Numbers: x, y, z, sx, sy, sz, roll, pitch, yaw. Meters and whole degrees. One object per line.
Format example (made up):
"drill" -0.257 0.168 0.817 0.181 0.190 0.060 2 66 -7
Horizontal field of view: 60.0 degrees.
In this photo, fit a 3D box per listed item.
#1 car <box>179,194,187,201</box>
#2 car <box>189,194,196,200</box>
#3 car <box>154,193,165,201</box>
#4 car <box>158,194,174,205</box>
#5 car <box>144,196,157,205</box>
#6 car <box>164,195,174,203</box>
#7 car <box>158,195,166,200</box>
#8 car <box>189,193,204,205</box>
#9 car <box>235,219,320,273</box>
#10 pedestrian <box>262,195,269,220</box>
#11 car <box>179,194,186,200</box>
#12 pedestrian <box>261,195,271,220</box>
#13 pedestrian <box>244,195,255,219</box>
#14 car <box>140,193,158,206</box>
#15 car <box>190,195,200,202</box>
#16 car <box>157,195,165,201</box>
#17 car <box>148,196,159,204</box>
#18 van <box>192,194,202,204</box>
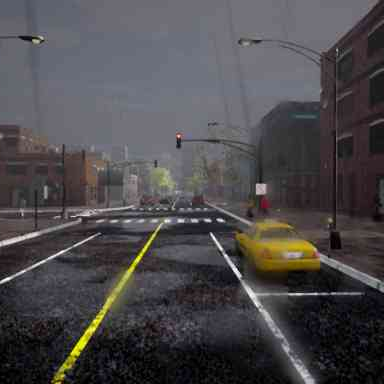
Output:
"car" -2.178 1.481 79.813 2.128 1.511 4.902 0 0 -2
"car" 0.159 1.393 92.701 1.967 1.590 4.097 -1 0 -2
"car" -7.916 1.274 81.388 2.192 1.841 5.009 -1 0 -2
"car" -4.636 1.536 57.215 1.994 1.385 4.181 0 0 -1
"car" -7.308 1.516 59.220 1.887 1.381 4.507 -1 0 -2
"car" -4.974 1.442 72.342 1.882 1.535 5.008 0 0 -2
"car" -8.217 1.497 92.472 1.887 1.381 4.507 -1 0 -2
"car" 1.067 1.286 59.450 2.192 1.841 5.009 -1 0 -2
"car" 2.408 1.521 10.500 1.752 1.417 4.829 -1 0 -2
"pedestrian" 5.427 1.131 24.518 0.375 1.860 0.375 -1 1 -2
"car" -2.461 1.329 90.225 1.882 1.535 5.008 0 0 -2
"pedestrian" 5.225 1.131 23.750 0.375 1.860 0.375 -1 1 -2
"pedestrian" 4.363 1.130 25.067 0.375 1.860 0.375 -1 1 -2
"car" -7.158 1.289 53.678 2.192 1.841 5.009 -1 0 -2
"car" 0.615 1.513 76.076 2.008 1.369 4.403 -1 0 -2
"car" -8.065 1.522 86.930 1.947 1.339 4.313 -1 0 -2
"car" -7.460 1.550 64.763 1.802 1.307 4.206 -1 0 -2
"van" 0.916 1.310 64.992 1.690 1.788 3.998 -1 0 -2
